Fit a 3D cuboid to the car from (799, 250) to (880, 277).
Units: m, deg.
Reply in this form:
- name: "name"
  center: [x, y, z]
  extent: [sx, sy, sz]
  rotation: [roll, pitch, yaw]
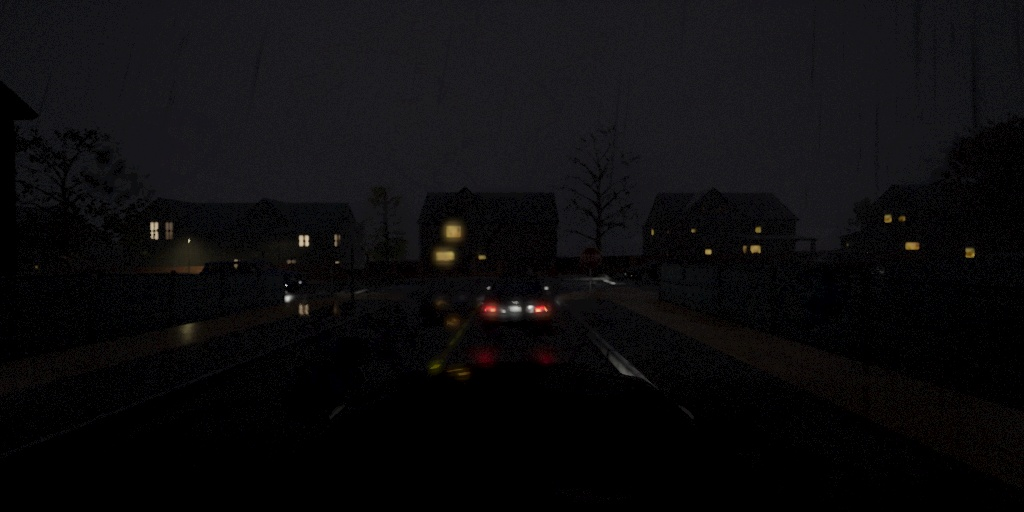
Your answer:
- name: "car"
  center: [21.686, 0.494, 24.113]
  extent: [4.553, 1.767, 2.097]
  rotation: [-1, 1, 0]

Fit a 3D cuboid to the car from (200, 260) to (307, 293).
- name: "car"
  center: [-15.321, 1.284, 21.245]
  extent: [5.566, 2.045, 2.150]
  rotation: [-1, 1, 0]

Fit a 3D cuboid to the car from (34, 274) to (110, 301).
- name: "car"
  center: [-25.643, 1.783, 21.278]
  extent: [5.008, 1.535, 1.882]
  rotation: [-2, 1, 0]

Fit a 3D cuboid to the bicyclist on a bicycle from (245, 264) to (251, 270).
- name: "bicyclist on a bicycle"
  center: [-20.072, 1.380, 27.110]
  extent: [0.582, 1.620, 1.656]
  rotation: [-1, 1, 0]

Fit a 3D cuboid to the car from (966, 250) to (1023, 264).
- name: "car"
  center: [29.910, 0.544, 21.153]
  extent: [5.357, 1.411, 2.033]
  rotation: [-1, 1, 0]

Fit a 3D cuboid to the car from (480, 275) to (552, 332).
- name: "car"
  center: [0.169, 1.284, 10.842]
  extent: [2.033, 1.411, 5.357]
  rotation: [0, 0, 2]

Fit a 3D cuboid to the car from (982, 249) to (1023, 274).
- name: "car"
  center: [35.408, 0.313, 24.058]
  extent: [4.902, 1.511, 2.128]
  rotation: [-1, 1, 1]

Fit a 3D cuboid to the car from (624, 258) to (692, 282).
- name: "car"
  center: [10.065, 0.920, 24.141]
  extent: [4.892, 1.490, 1.837]
  rotation: [-1, 1, 0]
